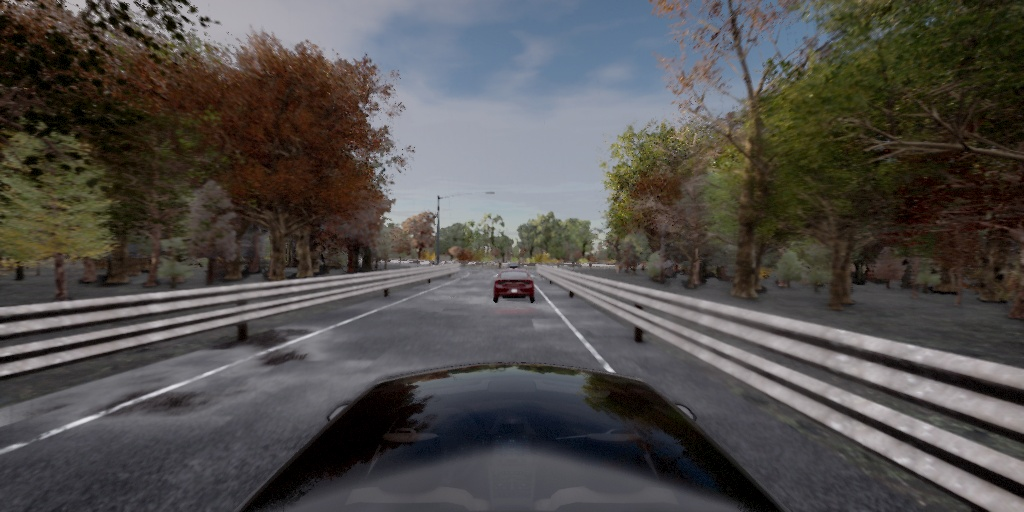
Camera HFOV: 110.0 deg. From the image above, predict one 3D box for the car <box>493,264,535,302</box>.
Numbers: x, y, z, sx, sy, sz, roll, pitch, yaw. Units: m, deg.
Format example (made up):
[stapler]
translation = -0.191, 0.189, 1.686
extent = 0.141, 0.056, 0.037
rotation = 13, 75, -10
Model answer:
[car]
translation = 0.094, 1.378, 18.145
extent = 1.882, 1.535, 5.008
rotation = 0, 0, 0
